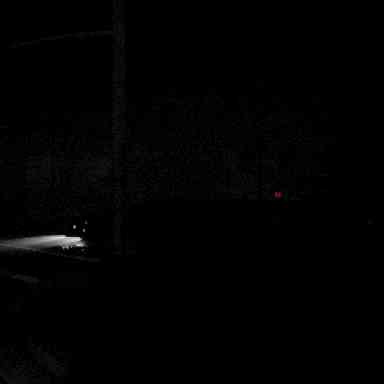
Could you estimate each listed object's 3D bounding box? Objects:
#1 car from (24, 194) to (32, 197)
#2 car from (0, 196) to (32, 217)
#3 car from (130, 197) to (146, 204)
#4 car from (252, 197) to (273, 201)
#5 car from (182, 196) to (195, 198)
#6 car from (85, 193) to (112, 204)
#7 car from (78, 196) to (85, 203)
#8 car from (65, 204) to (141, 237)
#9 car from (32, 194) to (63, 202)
[{"bbox_3d":[-34.445,1.232,71.230,1.970,1.475,3.806,0,0,35],"label":"car"},{"bbox_3d":[-15.897,1.339,26.955,2.007,1.523,4.514,0,0,35],"label":"car"},{"bbox_3d":[-7.589,1.384,43.878,1.970,1.475,3.806,0,0,35],"label":"car"},{"bbox_3d":[7.388,1.351,35.752,2.097,1.767,4.553,0,0,35],"label":"car"},{"bbox_3d":[-0.870,1.373,48.215,1.845,1.501,3.633,0,0,35],"label":"car"},{"bbox_3d":[-15.963,1.097,59.059,1.932,1.855,4.605,0,0,35],"label":"car"},{"bbox_3d":[-18.573,1.076,60.400,1.905,1.878,3.866,0,0,35],"label":"car"},{"bbox_3d":[-4.745,1.564,18.286,1.994,1.385,4.181,0,0,35],"label":"car"},{"bbox_3d":[-29.019,1.153,67.788,2.152,1.636,5.027,0,0,35],"label":"car"}]
